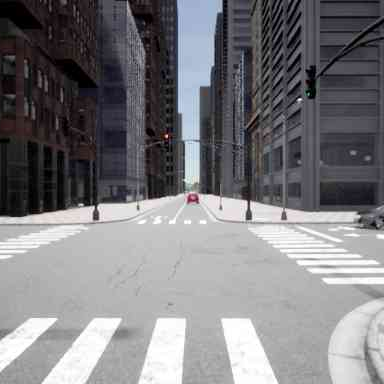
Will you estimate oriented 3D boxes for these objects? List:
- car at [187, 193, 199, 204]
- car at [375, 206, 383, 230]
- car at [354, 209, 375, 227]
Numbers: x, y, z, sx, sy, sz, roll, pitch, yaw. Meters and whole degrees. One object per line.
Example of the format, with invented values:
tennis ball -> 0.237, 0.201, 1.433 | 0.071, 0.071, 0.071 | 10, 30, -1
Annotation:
car -> 0.195, 1.216, 62.343 | 2.150, 2.045, 5.566 | 0, 0, 0
car -> 12.158, 1.395, 16.374 | 4.902, 1.511, 2.128 | 0, 0, -1
car -> 12.185, 1.385, 19.604 | 4.902, 1.511, 2.128 | 0, 0, 2
